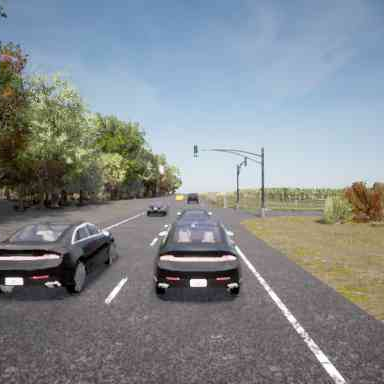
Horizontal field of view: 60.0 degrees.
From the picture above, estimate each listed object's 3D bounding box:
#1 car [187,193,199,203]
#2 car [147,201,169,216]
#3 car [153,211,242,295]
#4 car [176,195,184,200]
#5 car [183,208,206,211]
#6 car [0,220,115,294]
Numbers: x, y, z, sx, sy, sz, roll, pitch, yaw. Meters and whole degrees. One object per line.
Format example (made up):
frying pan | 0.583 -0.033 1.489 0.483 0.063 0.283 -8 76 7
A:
car | 0.236 1.227 67.037 2.150 2.045 5.566 0 0 0
car | -3.327 1.555 33.099 2.033 1.411 5.357 0 0 0
car | 0.119 1.495 8.687 2.128 1.511 4.902 0 0 0
car | -3.302 1.479 90.063 1.882 1.535 5.008 0 0 0
car | 0.138 1.569 18.006 1.994 1.385 4.181 0 0 0
car | -3.380 1.493 8.771 2.128 1.511 4.902 0 0 0
